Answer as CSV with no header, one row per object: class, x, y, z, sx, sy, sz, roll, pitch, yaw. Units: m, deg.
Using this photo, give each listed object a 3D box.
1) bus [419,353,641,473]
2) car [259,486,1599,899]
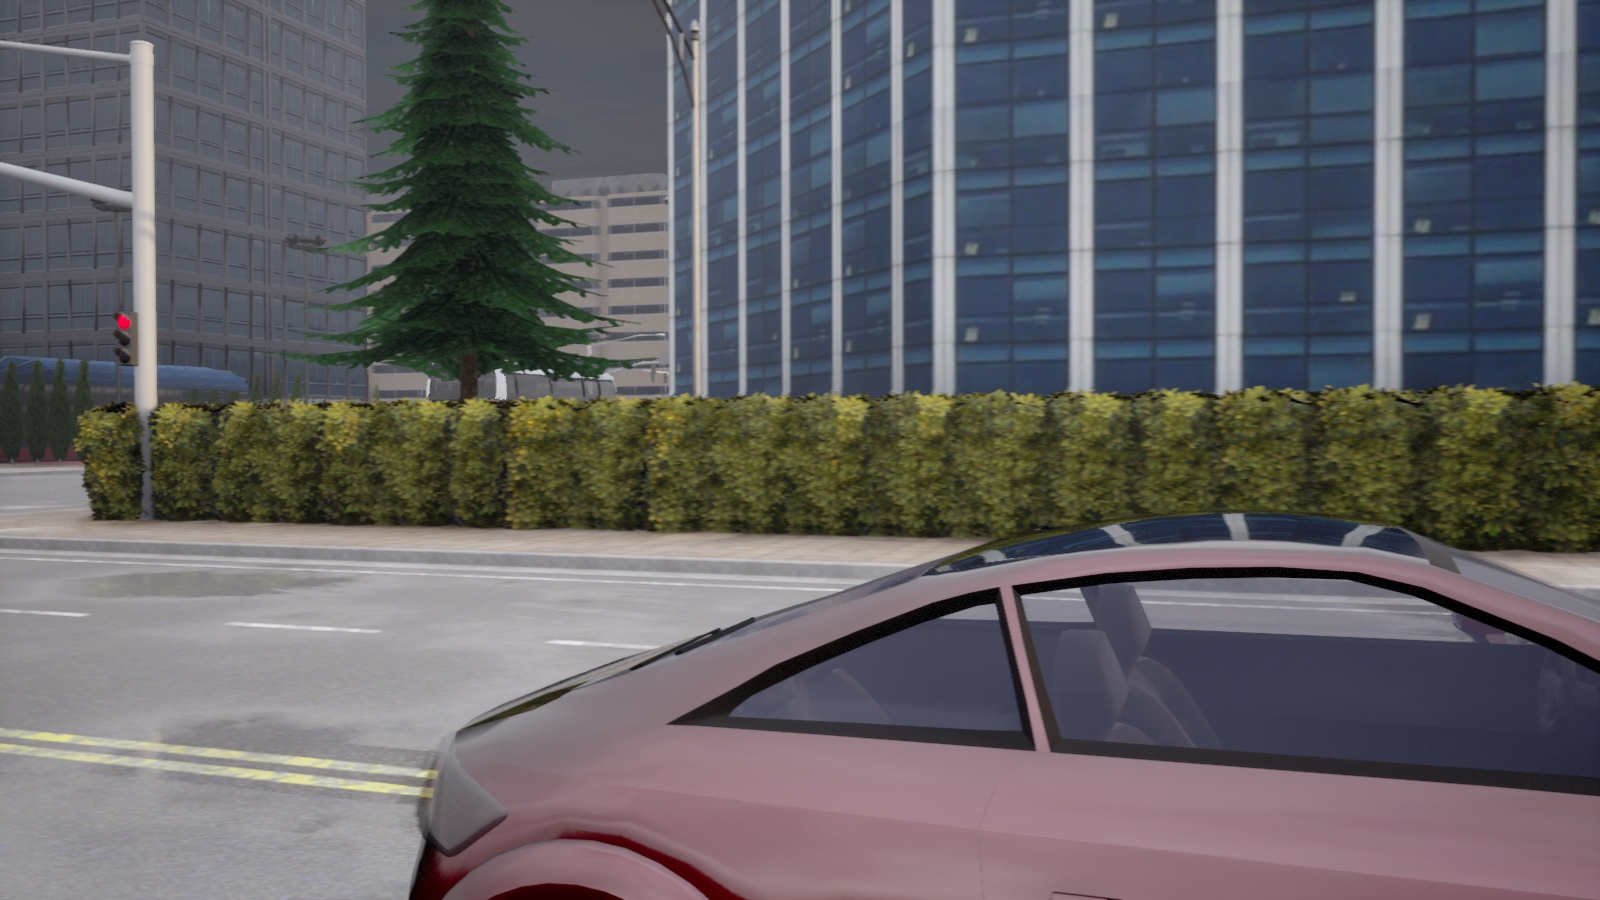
bus,-10.352,-1.388,49.917,3.944,4.253,10.273,1,1,18
car,1.223,0.851,2.782,4.181,1.385,1.994,0,1,19
